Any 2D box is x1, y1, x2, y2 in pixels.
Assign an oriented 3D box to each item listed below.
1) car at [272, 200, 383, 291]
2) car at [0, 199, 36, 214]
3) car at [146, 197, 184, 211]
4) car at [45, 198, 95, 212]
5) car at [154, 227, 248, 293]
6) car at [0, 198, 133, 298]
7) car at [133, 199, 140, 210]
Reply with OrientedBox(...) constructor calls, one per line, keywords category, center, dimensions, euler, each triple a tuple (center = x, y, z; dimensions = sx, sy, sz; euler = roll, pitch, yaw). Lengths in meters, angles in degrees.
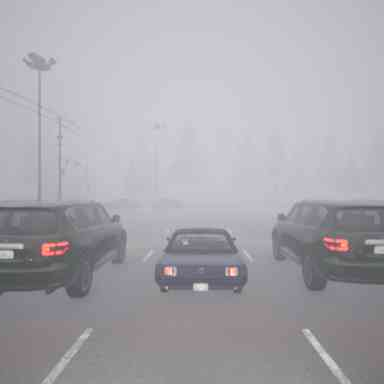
OrientedBox(category="car", center=(3.746, 1.209, 9.098), dimensions=(2.150, 2.045, 5.566), euler=(0, 0, 2))
OrientedBox(category="car", center=(-19.024, 1.459, 34.499), dimensions=(4.892, 1.490, 1.837), euler=(0, 0, 6))
OrientedBox(category="car", center=(-3.340, 1.450, 40.828), dimensions=(4.892, 1.490, 1.837), euler=(0, -1, 28))
OrientedBox(category="car", center=(-13.628, 1.442, 37.294), dimensions=(4.902, 1.511, 2.128), euler=(0, 0, 14))
OrientedBox(category="car", center=(0.239, 1.589, 8.793), dimensions=(1.895, 1.301, 4.718), euler=(0, 0, 2))
OrientedBox(category="car", center=(-3.268, 1.210, 8.640), dimensions=(2.150, 2.045, 5.566), euler=(0, 0, 2))
OrientedBox(category="car", center=(-8.490, 1.452, 39.355), dimensions=(4.892, 1.490, 1.837), euler=(0, -1, 21))
